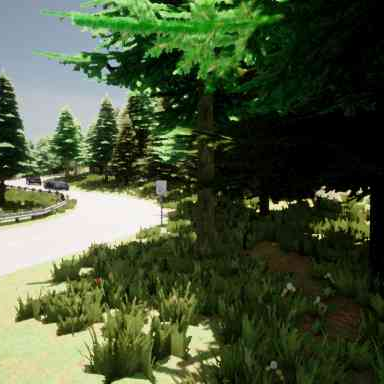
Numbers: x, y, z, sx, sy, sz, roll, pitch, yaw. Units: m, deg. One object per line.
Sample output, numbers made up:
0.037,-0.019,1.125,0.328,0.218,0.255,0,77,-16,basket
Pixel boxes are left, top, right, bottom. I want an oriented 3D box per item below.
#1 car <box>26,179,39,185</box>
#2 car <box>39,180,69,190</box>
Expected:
-25.451,-1.912,53.406,1.837,1.490,4.892,0,5,-33,car
-18.827,-0.986,46.137,4.181,1.385,1.994,6,4,40,car
